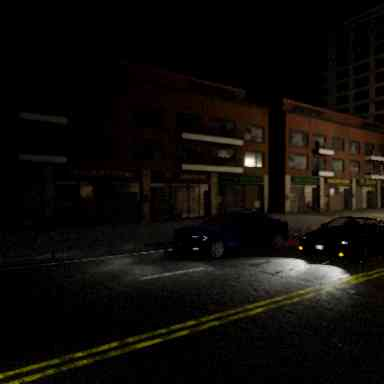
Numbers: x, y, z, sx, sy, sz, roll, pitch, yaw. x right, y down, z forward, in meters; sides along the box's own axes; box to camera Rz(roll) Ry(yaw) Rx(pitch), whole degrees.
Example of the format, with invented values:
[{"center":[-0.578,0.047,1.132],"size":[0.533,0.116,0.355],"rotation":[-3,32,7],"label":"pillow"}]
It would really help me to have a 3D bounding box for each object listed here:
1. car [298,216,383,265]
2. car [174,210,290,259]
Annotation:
[{"center":[5.672,1.564,11.725],"size":[4.181,1.385,1.994],"rotation":[0,0,-35],"label":"car"},{"center":[1.632,1.477,12.834],"size":[5.008,1.535,1.882],"rotation":[0,0,-35],"label":"car"}]
